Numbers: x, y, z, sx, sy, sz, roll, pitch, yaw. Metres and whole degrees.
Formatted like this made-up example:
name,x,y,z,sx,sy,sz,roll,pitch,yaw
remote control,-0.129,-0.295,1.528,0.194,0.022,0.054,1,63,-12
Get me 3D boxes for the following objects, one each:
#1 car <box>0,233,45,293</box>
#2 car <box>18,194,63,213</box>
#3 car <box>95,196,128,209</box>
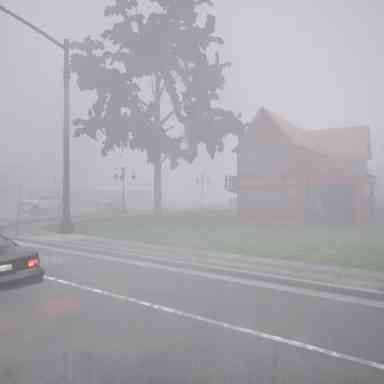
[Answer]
name,x,y,z,sx,sy,sz,roll,pitch,yaw
car,-5.736,1.547,8.025,5.357,1.411,2.033,0,0,36
car,-16.632,1.222,37.618,2.150,2.045,5.566,0,0,33
car,-11.085,1.352,45.854,2.097,1.767,4.553,0,0,34
